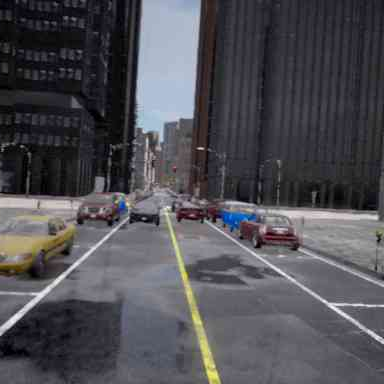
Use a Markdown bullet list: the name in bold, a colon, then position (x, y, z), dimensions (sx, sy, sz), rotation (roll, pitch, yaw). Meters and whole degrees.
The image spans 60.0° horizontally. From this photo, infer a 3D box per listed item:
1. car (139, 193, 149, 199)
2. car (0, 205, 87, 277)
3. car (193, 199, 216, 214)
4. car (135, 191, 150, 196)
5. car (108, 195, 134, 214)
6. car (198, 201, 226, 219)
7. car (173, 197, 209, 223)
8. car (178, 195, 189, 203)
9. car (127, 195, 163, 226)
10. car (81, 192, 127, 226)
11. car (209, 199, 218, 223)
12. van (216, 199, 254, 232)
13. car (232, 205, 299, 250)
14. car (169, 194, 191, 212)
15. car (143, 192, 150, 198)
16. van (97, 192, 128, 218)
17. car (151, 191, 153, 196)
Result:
- **car**: position (-10.857, 0.894, 75.030), dimensions (1.947, 1.339, 4.313), rotation (3, 0, -6)
- **car**: position (-4.472, 1.233, 9.221), dimensions (1.752, 1.417, 4.829), rotation (3, 0, -6)
- **car**: position (1.316, 1.632, 37.698), dimensions (1.887, 1.381, 4.507), rotation (3, 0, -6)
- **car**: position (-9.751, 0.702, 63.797), dimensions (2.192, 1.841, 5.009), rotation (3, 0, -6)
- **car**: position (-6.603, 1.096, 31.216), dimensions (1.752, 1.417, 4.829), rotation (3, 0, -6)
- **car**: position (1.850, 1.671, 32.199), dimensions (2.008, 1.369, 4.403), rotation (3, 0, -6)
- **car**: position (-0.209, 1.463, 25.634), dimensions (1.882, 1.535, 5.008), rotation (4, 0, -5)
- **car**: position (-1.844, 1.473, 70.230), dimensions (1.947, 1.339, 4.313), rotation (3, 0, -6)
- **car**: position (-3.017, 1.280, 21.928), dimensions (1.882, 1.535, 5.008), rotation (4, 0, -5)
- **car**: position (-5.541, 0.953, 20.387), dimensions (2.192, 1.841, 5.009), rotation (3, 0, -6)
- **car**: position (2.399, 1.469, 26.700), dimensions (2.192, 1.841, 5.009), rotation (3, 0, -6)
- **van**: position (2.933, 1.530, 21.200), dimensions (1.690, 1.788, 3.998), rotation (3, 0, -6)
- **car**: position (3.461, 1.663, 15.702), dimensions (1.967, 1.590, 4.097), rotation (3, 0, -6)
- **car**: position (-1.280, 1.410, 35.988), dimensions (2.128, 1.511, 4.902), rotation (4, 0, -6)
- **car**: position (-12.476, 0.781, 91.711), dimensions (1.752, 1.417, 4.829), rotation (3, 0, -6)
- **van**: position (-6.075, 0.944, 25.887), dimensions (1.690, 1.788, 3.998), rotation (3, 0, -6)
- **car**: position (-11.949, 0.844, 86.264), dimensions (1.947, 1.339, 4.313), rotation (3, 0, -6)
